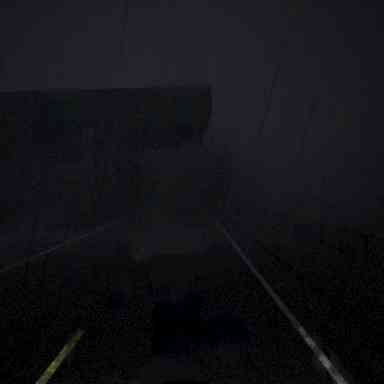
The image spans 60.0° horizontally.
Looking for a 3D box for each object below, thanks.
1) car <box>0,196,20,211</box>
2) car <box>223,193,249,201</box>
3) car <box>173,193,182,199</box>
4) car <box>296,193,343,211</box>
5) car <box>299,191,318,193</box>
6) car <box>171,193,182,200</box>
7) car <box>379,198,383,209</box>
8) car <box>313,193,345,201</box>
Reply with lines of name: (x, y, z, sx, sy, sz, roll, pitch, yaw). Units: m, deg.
car: (-20.798, 1.234, 36.276, 2.242, 1.667, 4.611, 0, 0, -1)
car: (7.849, 0.915, 58.635, 4.674, 1.442, 1.812, 0, 0, 0)
car: (-3.670, 0.947, 85.895, 1.994, 1.385, 4.181, 0, 0, 0)
car: (12.621, 1.123, 32.669, 3.806, 1.475, 1.970, 0, 0, -1)
car: (13.206, 0.815, 35.997, 3.866, 1.878, 1.905, 0, 0, -1)
car: (-3.650, 1.017, 76.057, 1.994, 1.385, 4.181, 0, 0, 0)
car: (21.100, 0.854, 32.773, 4.605, 1.855, 1.932, 0, 0, -1)
car: (24.083, 0.885, 58.714, 4.892, 1.490, 1.837, 0, 0, 0)
